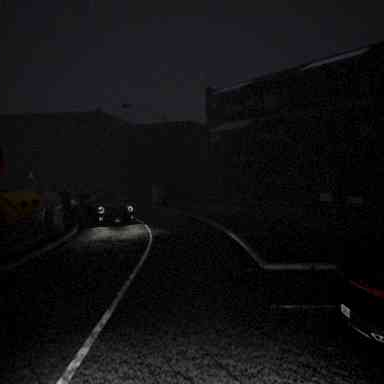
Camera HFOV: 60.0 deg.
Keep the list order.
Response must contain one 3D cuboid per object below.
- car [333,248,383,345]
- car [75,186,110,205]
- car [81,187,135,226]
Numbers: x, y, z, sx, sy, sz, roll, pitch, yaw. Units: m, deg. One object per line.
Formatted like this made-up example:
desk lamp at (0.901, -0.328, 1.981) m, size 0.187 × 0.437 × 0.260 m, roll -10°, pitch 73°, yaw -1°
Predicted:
car at (4.634, 1.446, 4.802) m, size 4.892 × 1.521 × 2.231 m, roll 0°, pitch 1°, yaw 0°
car at (-8.388, 0.231, 29.158) m, size 4.553 × 1.767 × 2.097 m, roll 3°, pitch 5°, yaw 42°
car at (-4.888, 0.833, 19.453) m, size 2.097 × 1.767 × 4.553 m, roll -2°, pitch 4°, yaw -26°
